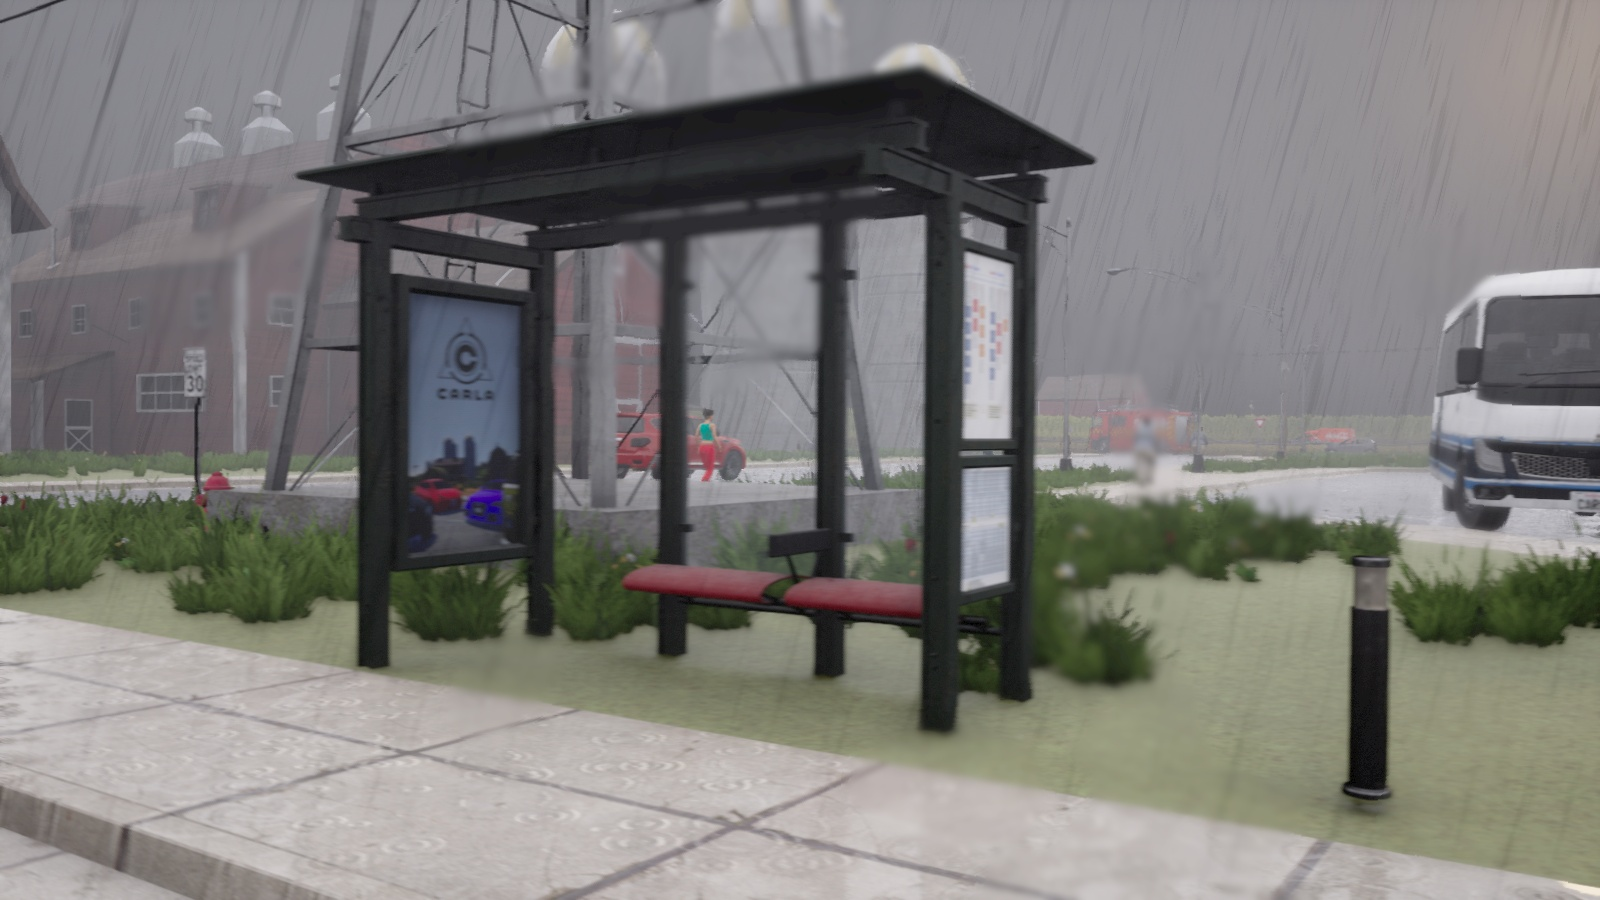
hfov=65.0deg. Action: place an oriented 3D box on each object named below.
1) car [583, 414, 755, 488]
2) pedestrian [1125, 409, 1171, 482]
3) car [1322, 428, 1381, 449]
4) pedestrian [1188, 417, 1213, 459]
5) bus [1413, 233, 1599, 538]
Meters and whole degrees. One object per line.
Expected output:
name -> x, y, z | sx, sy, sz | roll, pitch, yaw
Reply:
car -> -3.854, -0.016, 38.035 | 2.150, 2.045, 5.566 | 0, 1, 33
pedestrian -> 9.032, -0.132, 32.579 | 0.874, 1.855, 0.900 | 0, 1, 37
car -> 39.595, -0.832, 90.168 | 3.633, 1.501, 1.845 | 0, 1, 33
pedestrian -> 18.024, -0.537, 56.572 | 0.874, 1.855, 0.900 | 0, 1, 32
bus -> 13.291, -1.068, 22.191 | 3.944, 4.253, 10.273 | 1, 2, 24
